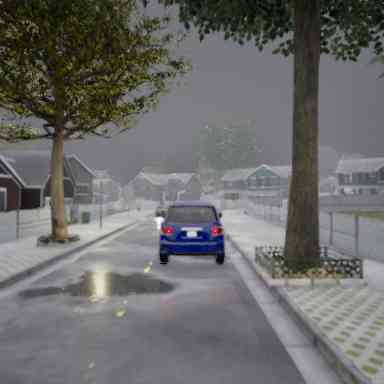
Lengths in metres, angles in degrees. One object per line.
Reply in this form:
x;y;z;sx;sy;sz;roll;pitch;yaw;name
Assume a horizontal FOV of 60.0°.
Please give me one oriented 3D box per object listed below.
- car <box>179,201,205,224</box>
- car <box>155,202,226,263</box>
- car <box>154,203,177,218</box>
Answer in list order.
0.027;1.669;28.450;2.097;1.767;4.553;0;-1;0;car
0.011;1.363;12.603;2.150;2.045;5.566;0;0;0;car
-2.763;1.963;35.596;1.994;1.385;4.181;0;-1;1;car
